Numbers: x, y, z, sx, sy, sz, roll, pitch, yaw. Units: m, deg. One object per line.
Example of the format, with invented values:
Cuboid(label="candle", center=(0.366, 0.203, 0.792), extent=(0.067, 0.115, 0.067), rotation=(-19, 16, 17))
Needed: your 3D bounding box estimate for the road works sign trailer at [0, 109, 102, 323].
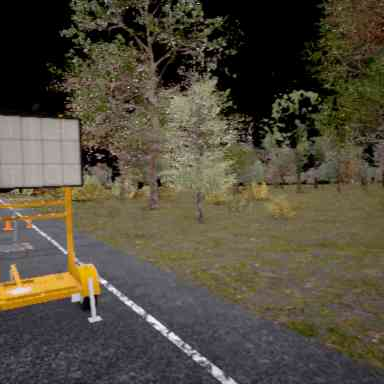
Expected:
Cuboid(label="road works sign trailer", center=(-3.220, 0.349, 6.019), extent=(2.380, 3.560, 2.880), rotation=(-3, 2, -32))
